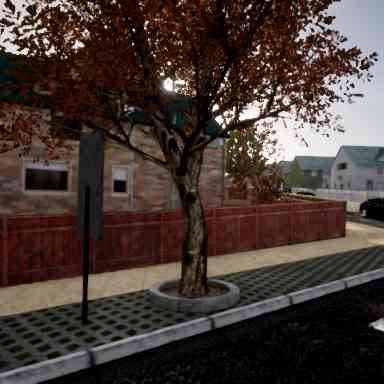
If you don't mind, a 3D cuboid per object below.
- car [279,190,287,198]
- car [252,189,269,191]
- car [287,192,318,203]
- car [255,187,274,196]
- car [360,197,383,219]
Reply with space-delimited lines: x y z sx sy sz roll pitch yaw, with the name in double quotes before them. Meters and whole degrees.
"car" 13.927 0.339 51.498 1.895 1.301 4.718 1 2 -3
"car" 10.880 0.021 55.636 1.882 1.535 5.008 1 1 -3
"car" 11.996 0.713 34.898 1.812 1.442 4.674 1 2 -3
"car" 13.308 -0.064 61.304 2.128 1.511 4.902 1 2 -3
"car" 12.780 1.130 21.431 1.837 1.490 4.892 1 3 -3
